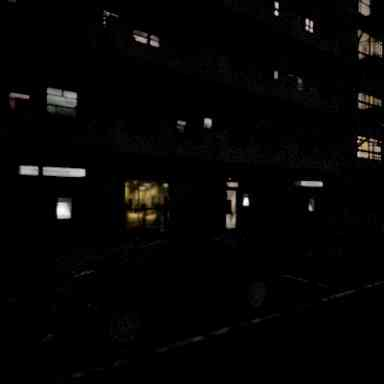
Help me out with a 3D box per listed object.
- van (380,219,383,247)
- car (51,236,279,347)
[{"bbox_3d":[8.957,1.481,12.940,3.998,1.788,1.690,1,0,-35],"label":"van"},{"bbox_3d":[-0.263,1.576,6.365,4.507,1.381,1.887,1,0,-35],"label":"car"}]
